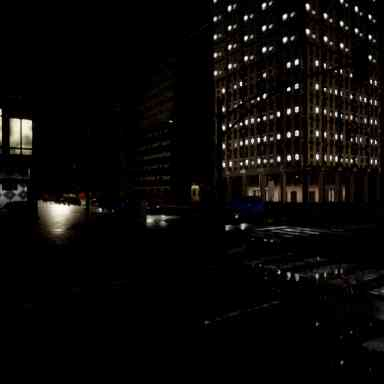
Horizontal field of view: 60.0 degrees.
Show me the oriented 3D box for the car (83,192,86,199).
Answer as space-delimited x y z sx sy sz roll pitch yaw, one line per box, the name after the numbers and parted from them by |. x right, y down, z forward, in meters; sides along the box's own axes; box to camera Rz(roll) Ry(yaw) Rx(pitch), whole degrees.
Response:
-20.097 1.216 67.477 1.947 1.339 4.313 0 0 -34 | car

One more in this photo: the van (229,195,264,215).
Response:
4.833 1.201 30.845 1.690 1.788 3.998 0 0 -34 | van

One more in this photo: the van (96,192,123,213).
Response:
-8.408 1.217 35.255 1.690 1.788 3.998 0 0 -34 | van

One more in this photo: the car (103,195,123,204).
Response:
-13.887 1.248 58.302 1.887 1.381 4.507 0 0 -34 | car

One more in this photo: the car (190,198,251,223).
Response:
1.702 1.414 24.932 2.128 1.511 4.902 -1 1 -34 | car

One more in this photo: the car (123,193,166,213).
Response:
-4.855 1.091 34.619 2.150 2.045 5.566 -1 0 -34 | car

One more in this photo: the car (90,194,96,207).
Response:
-12.205 1.331 45.521 1.812 1.442 4.674 -1 1 -34 | car

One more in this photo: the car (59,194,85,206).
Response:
-17.722 1.363 49.018 1.947 1.339 4.313 0 0 -34 | car

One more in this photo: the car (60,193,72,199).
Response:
-32.612 1.066 85.967 1.752 1.417 4.829 0 0 -34 | car

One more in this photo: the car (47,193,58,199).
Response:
-36.530 1.066 86.951 1.812 1.442 4.674 -1 1 -34 | car

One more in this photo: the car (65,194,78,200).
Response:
-29.412 1.119 81.239 2.008 1.369 4.403 0 0 -34 | car

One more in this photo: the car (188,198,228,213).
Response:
1.655 1.380 35.381 1.887 1.381 4.507 0 0 -34 | car

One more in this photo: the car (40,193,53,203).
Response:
-27.037 1.299 62.780 1.802 1.307 4.206 0 0 -34 | car

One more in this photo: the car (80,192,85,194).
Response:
-23.202 0.938 72.063 2.192 1.841 5.009 0 0 -34 | car

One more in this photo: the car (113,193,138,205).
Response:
-10.783 1.045 53.713 2.192 1.841 5.009 0 0 -34 | car

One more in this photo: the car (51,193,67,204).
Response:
-20.827 1.321 53.604 2.008 1.369 4.403 0 0 -34 | car
